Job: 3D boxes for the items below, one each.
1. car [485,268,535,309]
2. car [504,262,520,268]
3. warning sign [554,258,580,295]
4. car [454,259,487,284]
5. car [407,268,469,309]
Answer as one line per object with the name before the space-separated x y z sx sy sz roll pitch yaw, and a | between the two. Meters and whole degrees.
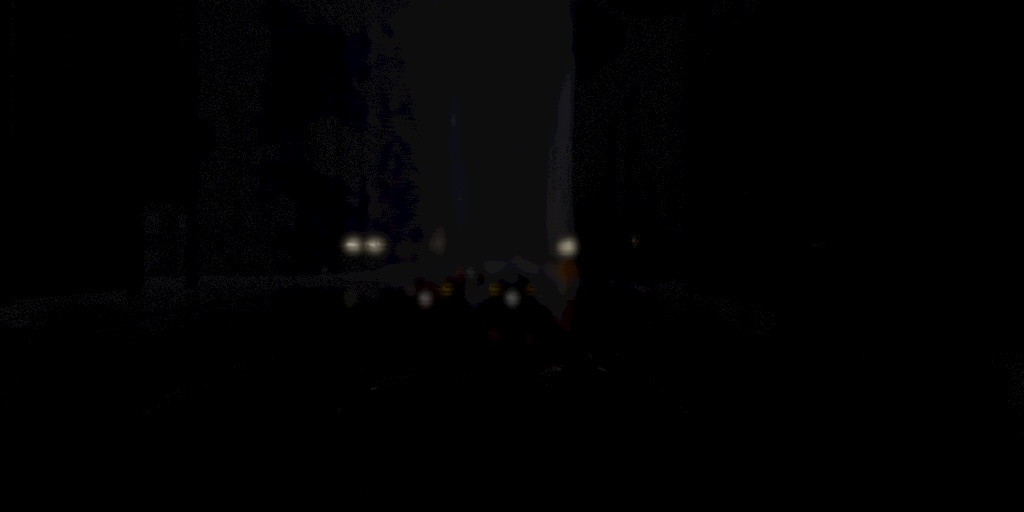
car | 0.022 1.417 15.748 1.812 1.442 4.674 0 0 0
car | 0.020 1.528 31.086 1.882 1.535 5.008 0 0 0
warning sign | 2.846 1.036 18.569 1.300 1.860 1.060 0 0 0
car | -3.235 1.393 30.273 2.097 1.767 4.553 0 -1 0
car | -3.228 1.417 15.744 1.812 1.442 4.674 0 0 0
